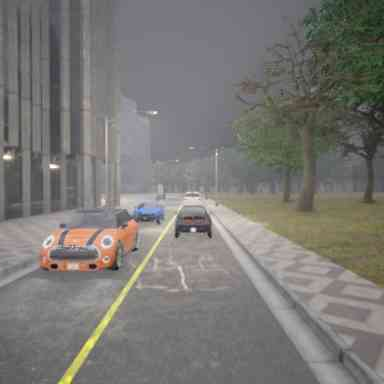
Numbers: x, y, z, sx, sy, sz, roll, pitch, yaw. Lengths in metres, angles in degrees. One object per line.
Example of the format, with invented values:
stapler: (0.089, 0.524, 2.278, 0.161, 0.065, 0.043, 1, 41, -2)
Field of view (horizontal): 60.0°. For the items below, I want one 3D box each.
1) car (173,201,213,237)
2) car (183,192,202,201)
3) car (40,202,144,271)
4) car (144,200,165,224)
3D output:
car: (0.075, 1.453, 17.634, 1.837, 1.490, 4.892, 0, 1, 0)
car: (0.090, 1.007, 41.359, 2.150, 2.045, 5.566, 0, 0, 0)
car: (-3.052, 1.327, 10.837, 2.097, 1.767, 4.553, 0, 0, 1)
car: (-3.005, 1.389, 23.923, 1.882, 1.535, 5.008, 0, 0, 0)
